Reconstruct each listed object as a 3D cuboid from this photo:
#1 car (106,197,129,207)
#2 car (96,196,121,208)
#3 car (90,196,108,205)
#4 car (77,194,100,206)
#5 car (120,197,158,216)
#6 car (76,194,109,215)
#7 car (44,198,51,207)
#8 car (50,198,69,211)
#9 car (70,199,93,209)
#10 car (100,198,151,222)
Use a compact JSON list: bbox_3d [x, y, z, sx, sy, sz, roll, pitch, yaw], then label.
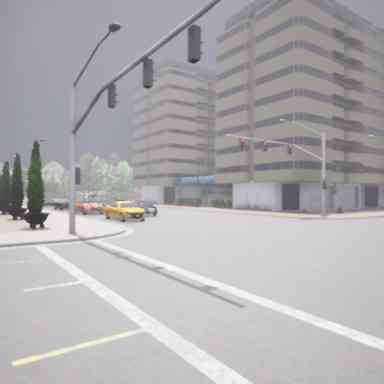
[{"bbox_3d":[-12.538,1.615,55.927,2.128,1.511,4.902,0,0,-35],"label":"car"},{"bbox_3d":[-12.475,1.455,49.719,2.097,1.767,4.553,0,0,-35],"label":"car"},{"bbox_3d":[-17.861,1.628,63.555,1.837,1.490,4.892,0,0,-34],"label":"car"},{"bbox_3d":[-18.033,1.325,57.683,2.150,2.045,5.566,0,0,-35],"label":"car"},{"bbox_3d":[-5.118,1.574,32.702,2.128,1.511,4.902,0,0,-35],"label":"car"},{"bbox_3d":[-10.738,1.414,34.645,2.097,1.767,4.553,0,0,-35],"label":"car"},{"bbox_3d":[-22.063,1.626,50.945,1.994,1.385,4.181,0,0,-35],"label":"car"},{"bbox_3d":[-16.364,1.663,42.715,1.895,1.301,4.718,0,0,-35],"label":"car"},{"bbox_3d":[-16.147,1.683,48.536,1.895,1.301,4.718,0,0,-35],"label":"car"},{"bbox_3d":[-5.541,1.540,27.190,1.882,1.535,5.008,0,0,-35],"label":"car"}]
